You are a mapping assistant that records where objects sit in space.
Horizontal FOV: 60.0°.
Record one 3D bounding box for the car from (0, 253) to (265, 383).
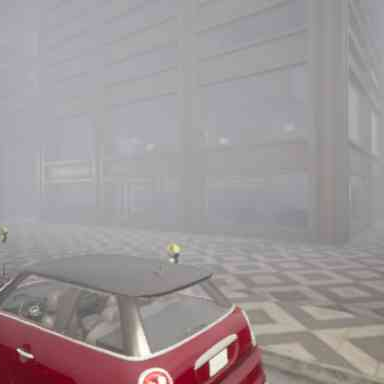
[{"bbox_3d":[-1.355,1.474,3.930,4.097,1.590,1.967,-1,0,36],"label":"car"}]
